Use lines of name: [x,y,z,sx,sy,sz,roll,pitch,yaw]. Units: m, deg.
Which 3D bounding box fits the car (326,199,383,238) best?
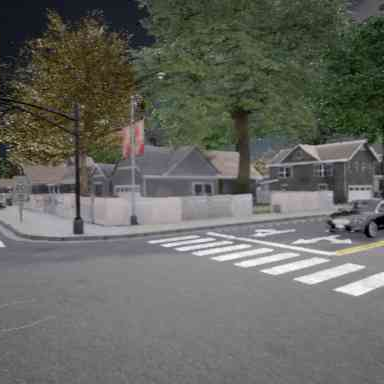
car: [8.081,1.097,15.267,4.902,1.511,2.128,-2,1,-37]
